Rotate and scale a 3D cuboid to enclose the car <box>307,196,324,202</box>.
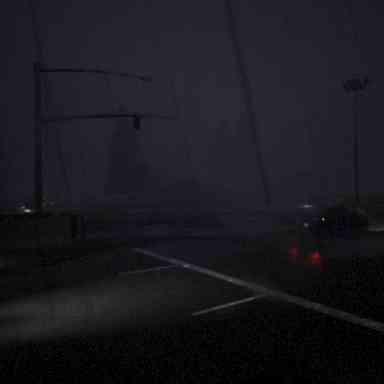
[{"bbox_3d":[17.960,1.211,46.765,4.181,1.385,1.994,-1,0,-35],"label":"car"}]

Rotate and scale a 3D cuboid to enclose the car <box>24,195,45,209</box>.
[{"bbox_3d":[-20.973,1.486,43.804,2.033,1.411,5.357,0,0,-28],"label":"car"}]

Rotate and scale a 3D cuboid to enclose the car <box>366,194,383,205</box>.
[{"bbox_3d":[28.071,1.091,49.588,4.181,1.385,1.994,-1,1,-35],"label":"car"}]

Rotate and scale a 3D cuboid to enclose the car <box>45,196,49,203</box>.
[{"bbox_3d":[-28.418,1.430,62.300,1.812,1.442,4.674,0,0,-18],"label":"car"}]

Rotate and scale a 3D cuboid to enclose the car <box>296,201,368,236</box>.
[{"bbox_3d":[7.482,1.406,17.698,4.674,1.442,1.812,-1,0,-36],"label":"car"}]

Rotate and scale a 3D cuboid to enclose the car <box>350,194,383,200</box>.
[{"bbox_3d":[22.019,0.999,41.062,4.553,1.767,2.097,-1,0,-35],"label":"car"}]

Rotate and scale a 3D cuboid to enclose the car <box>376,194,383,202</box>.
[{"bbox_3d":[34.456,0.951,58.343,4.718,1.301,1.895,-1,1,-35],"label":"car"}]

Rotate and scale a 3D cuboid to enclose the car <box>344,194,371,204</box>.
[{"bbox_3d":[26.196,1.088,52.548,4.181,1.385,1.994,-1,1,-35],"label":"car"}]

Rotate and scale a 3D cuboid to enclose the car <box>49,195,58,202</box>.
[{"bbox_3d":[-30.473,1.426,72.161,1.994,1.385,4.181,0,0,-11],"label":"car"}]

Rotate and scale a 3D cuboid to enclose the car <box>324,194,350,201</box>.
[{"bbox_3d":[20.000,0.999,43.921,4.553,1.767,2.097,-1,0,-35],"label":"car"}]

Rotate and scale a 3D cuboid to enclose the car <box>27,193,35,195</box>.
[{"bbox_3d":[-25.303,1.147,53.027,2.150,2.045,5.566,0,0,-22],"label":"car"}]
